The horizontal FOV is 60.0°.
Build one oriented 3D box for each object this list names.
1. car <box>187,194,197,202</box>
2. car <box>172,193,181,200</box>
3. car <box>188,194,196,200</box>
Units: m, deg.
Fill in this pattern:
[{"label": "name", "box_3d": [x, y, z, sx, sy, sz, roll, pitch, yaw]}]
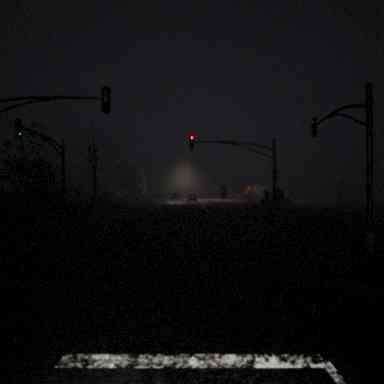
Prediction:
[{"label": "car", "box_3d": [0.034, 1.219, 68.873, 2.097, 1.767, 4.553, 0, 0, 0]}, {"label": "car", "box_3d": [-3.465, 0.978, 73.079, 1.837, 1.490, 4.892, 0, 0, 0]}, {"label": "car", "box_3d": [0.038, 1.191, 78.908, 1.837, 1.490, 4.892, 0, 0, 0]}]
